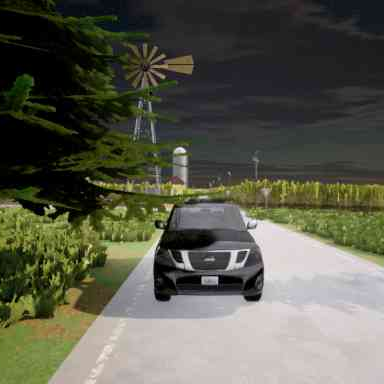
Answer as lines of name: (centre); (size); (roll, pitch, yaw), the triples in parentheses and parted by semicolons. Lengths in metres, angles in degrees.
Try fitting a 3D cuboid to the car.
car: (0.333, 1.221, 8.675); (2.150, 2.045, 5.566); (0, 0, 0)
